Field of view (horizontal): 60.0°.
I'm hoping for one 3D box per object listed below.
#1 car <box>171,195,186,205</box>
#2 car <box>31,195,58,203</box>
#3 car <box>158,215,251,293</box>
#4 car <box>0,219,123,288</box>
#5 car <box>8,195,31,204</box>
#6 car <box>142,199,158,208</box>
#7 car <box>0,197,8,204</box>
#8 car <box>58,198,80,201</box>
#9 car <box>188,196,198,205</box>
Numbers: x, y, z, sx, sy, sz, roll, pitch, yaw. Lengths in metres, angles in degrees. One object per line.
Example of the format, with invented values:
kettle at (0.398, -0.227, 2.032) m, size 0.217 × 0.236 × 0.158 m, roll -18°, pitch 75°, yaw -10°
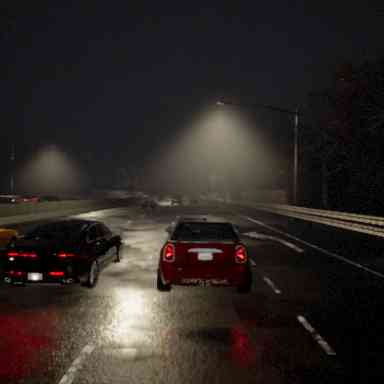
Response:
car at (-3.029, 1.682, 68.828) m, size 2.150 × 2.045 × 5.566 m, roll 1°, pitch 0°, yaw 0°
car at (-20.637, 1.302, 47.741) m, size 2.097 × 1.767 × 4.553 m, roll 1°, pitch 0°, yaw 1°
car at (0.290, 1.428, 9.336) m, size 2.097 × 1.767 × 4.553 m, roll 1°, pitch 0°, yaw 0°
car at (-3.212, 1.513, 9.267) m, size 1.837 × 1.490 × 4.892 m, roll 1°, pitch 0°, yaw 0°
car at (-24.125, 1.238, 48.362) m, size 2.097 × 1.767 × 4.553 m, roll 1°, pitch 0°, yaw 1°
car at (-6.586, 1.828, 52.373) m, size 1.994 × 1.385 × 4.181 m, roll 1°, pitch 0°, yaw 0°
car at (-27.626, 1.380, 48.321) m, size 1.994 × 1.385 × 4.181 m, roll 1°, pitch 0°, yaw 1°
car at (-17.139, 1.586, 48.111) m, size 1.994 × 1.385 × 4.181 m, roll 1°, pitch 0°, yaw 1°
car at (0.482, 2.074, 74.849) m, size 1.837 × 1.490 × 4.892 m, roll 1°, pitch 0°, yaw 0°
